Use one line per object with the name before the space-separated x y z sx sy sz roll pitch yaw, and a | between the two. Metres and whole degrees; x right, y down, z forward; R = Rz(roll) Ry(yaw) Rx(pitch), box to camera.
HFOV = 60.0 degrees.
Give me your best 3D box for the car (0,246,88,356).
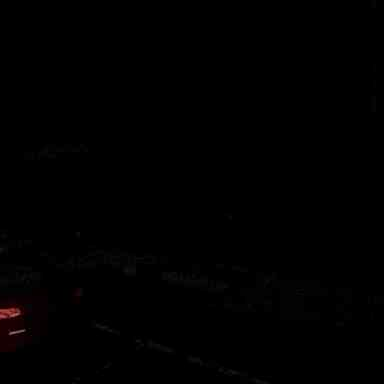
car | -3.476 1.581 5.532 4.206 1.307 1.802 0 0 35
